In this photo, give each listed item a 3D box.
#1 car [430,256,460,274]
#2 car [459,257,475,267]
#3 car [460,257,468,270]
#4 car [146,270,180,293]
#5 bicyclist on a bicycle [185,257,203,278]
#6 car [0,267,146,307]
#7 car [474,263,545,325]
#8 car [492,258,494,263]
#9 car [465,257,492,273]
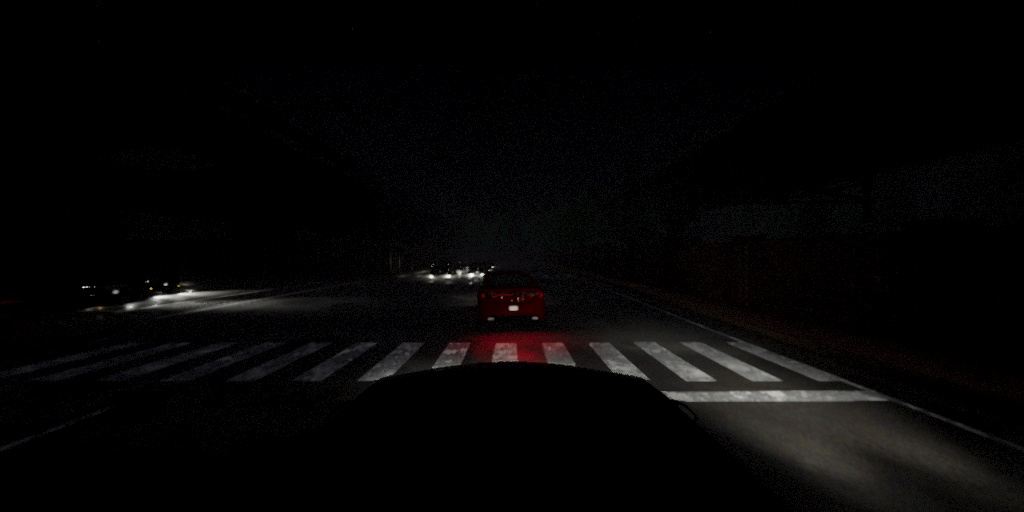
[{"bbox_3d":[-7.020,0.912,37.079,2.097,1.767,4.553,0,0,-1],"label":"car"},{"bbox_3d":[-7.337,0.935,58.704,2.128,1.511,4.902,0,0,0],"label":"car"},{"bbox_3d":[-7.166,0.865,45.814,2.097,1.767,4.553,0,0,-1],"label":"car"},{"bbox_3d":[-19.202,1.228,17.813,4.181,1.385,1.994,0,0,-1],"label":"car"},{"bbox_3d":[-25.454,0.906,28.735,0.582,1.620,1.656,0,1,-1],"label":"bicyclist on a bicycle"},{"bbox_3d":[-18.294,1.174,14.321,4.902,1.511,2.128,0,0,-1],"label":"car"},{"bbox_3d":[-0.216,1.174,11.718,1.882,1.535,5.008,0,1,-6],"label":"car"},{"bbox_3d":[-3.688,1.030,47.364,1.812,1.442,4.674,0,0,-1],"label":"car"},{"bbox_3d":[-3.546,1.114,38.832,1.994,1.385,4.181,0,0,-1],"label":"car"}]
